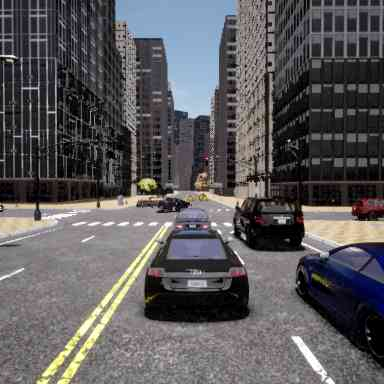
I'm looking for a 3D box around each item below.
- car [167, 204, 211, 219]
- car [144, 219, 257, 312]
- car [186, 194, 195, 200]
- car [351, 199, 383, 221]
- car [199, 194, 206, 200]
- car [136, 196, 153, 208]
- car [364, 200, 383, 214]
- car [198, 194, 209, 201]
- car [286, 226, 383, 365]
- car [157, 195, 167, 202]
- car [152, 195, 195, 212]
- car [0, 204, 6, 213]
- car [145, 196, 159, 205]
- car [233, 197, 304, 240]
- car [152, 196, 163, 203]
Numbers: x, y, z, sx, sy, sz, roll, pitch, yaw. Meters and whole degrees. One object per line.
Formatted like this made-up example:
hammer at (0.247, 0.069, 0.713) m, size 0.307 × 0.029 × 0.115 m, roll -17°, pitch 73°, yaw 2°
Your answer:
car at (0.022, 1.538, 17.014) m, size 2.033 × 1.411 × 5.357 m, roll 0°, pitch 0°, yaw 0°
car at (0.066, 1.560, 7.793) m, size 1.994 × 1.385 × 4.181 m, roll 0°, pitch 0°, yaw -1°
car at (-0.413, 1.268, 89.064) m, size 2.128 × 1.511 × 4.902 m, roll 0°, pitch 0°, yaw 0°
car at (16.073, 1.520, 27.933) m, size 5.009 × 1.841 × 2.192 m, roll 1°, pitch 0°, yaw 1°
car at (2.837, 1.242, 89.079) m, size 1.837 × 1.490 × 4.892 m, roll 0°, pitch 0°, yaw 0°
car at (-6.813, 1.529, 48.188) m, size 1.994 × 1.385 × 4.181 m, roll 0°, pitch 0°, yaw 0°
car at (21.643, 1.643, 36.245) m, size 4.829 × 1.417 × 1.752 m, roll 1°, pitch 0°, yaw 1°
car at (2.886, 1.396, 78.661) m, size 1.882 × 1.535 × 5.008 m, roll 0°, pitch 0°, yaw 0°
car at (3.334, 1.561, 5.823) m, size 1.994 × 1.385 × 4.181 m, roll 0°, pitch 0°, yaw -1°
car at (-6.857, 1.430, 76.766) m, size 1.837 × 1.490 × 4.892 m, roll 0°, pitch 0°, yaw 0°
car at (-1.876, 1.409, 37.179) m, size 1.837 × 1.490 × 4.892 m, roll 3°, pitch 2°, yaw 35°
car at (-19.952, 1.343, 30.948) m, size 4.892 × 1.490 × 1.837 m, roll 1°, pitch 1°, yaw 1°
car at (-6.847, 1.433, 57.117) m, size 1.882 × 1.535 × 5.008 m, roll 0°, pitch 0°, yaw 0°
car at (3.305, 1.213, 15.244) m, size 2.150 × 2.045 × 5.566 m, roll 0°, pitch 0°, yaw -2°
car at (-6.838, 1.469, 66.565) m, size 1.812 × 1.442 × 4.674 m, roll 0°, pitch 0°, yaw 0°
